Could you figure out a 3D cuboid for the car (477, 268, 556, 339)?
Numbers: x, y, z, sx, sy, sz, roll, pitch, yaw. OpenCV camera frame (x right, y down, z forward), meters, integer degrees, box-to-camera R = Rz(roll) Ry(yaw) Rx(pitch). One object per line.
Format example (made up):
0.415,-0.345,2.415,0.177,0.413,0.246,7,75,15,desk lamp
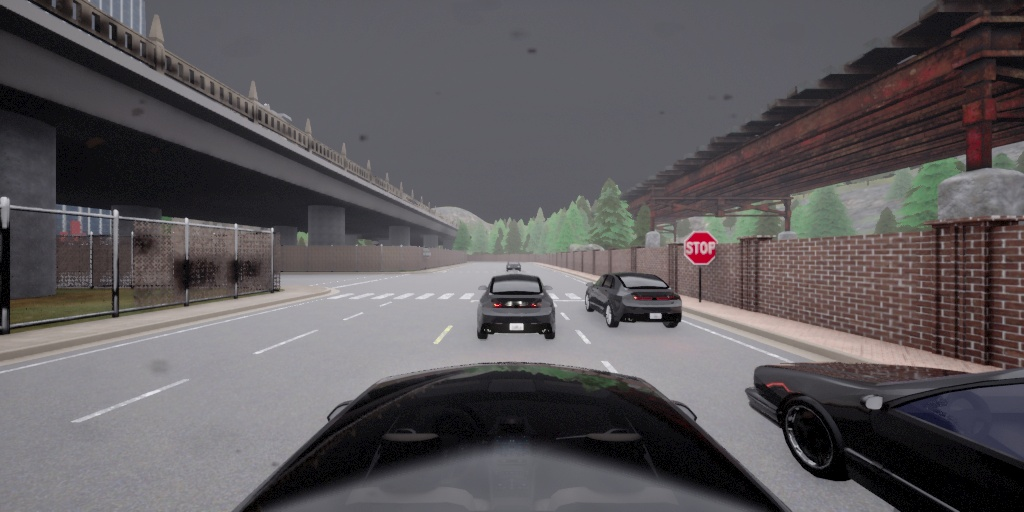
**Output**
0.101,1.255,10.028,1.837,1.490,4.892,0,0,0,car

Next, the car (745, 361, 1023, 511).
3.600,1.297,1.640,2.033,1.411,5.357,0,0,0,car

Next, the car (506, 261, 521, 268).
0.196,1.351,46.310,1.895,1.301,4.718,0,0,-1,car

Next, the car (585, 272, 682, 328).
3.603,1.255,11.386,1.837,1.490,4.892,0,0,0,car
